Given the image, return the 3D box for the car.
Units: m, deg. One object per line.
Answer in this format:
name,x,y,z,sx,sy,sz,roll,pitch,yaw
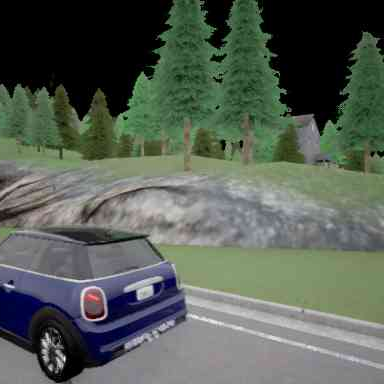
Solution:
car,-2.350,1.354,5.671,4.553,1.767,2.097,0,0,36
